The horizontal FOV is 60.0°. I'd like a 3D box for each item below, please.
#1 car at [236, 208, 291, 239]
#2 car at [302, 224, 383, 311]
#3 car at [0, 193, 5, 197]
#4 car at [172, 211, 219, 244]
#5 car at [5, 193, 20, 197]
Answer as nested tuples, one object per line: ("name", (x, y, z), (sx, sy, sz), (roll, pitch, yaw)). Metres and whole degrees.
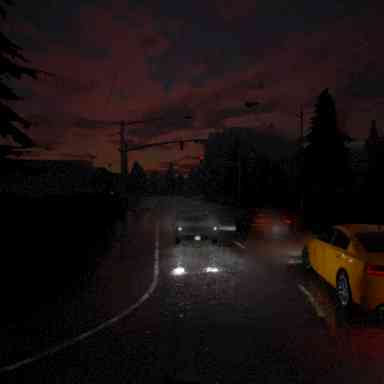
("car", (3.552, 1.523, 17.079), (1.812, 1.442, 4.674), (0, 0, -5))
("car", (4.003, 1.476, 7.764), (1.882, 1.535, 5.008), (0, 0, 6))
("car", (-41.194, 1.072, 72.277), (1.905, 1.878, 3.866), (0, 0, -5))
("car", (0.039, 1.599, 15.896), (1.895, 1.301, 4.718), (0, 0, -5))
("car", (-38.337, 1.092, 72.949), (1.932, 1.855, 4.605), (0, 0, -5))
